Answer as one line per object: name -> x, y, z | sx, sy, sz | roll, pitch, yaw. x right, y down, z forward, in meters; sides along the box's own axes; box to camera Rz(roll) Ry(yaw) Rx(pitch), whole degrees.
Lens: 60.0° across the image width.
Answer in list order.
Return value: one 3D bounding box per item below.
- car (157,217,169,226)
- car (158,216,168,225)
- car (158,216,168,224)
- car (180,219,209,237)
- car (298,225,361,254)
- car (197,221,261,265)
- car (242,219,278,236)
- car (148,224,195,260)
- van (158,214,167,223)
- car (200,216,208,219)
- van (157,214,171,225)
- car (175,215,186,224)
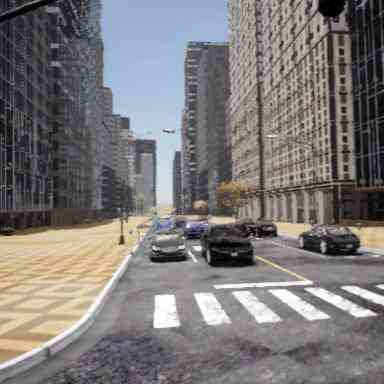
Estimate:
car -> -4.890, 4.974, 56.040 | 2.008, 1.369, 4.403 | -2, -3, -5
car -> -5.401, 5.287, 61.462 | 1.752, 1.417, 4.829 | -2, -3, -5
car -> -5.942, 5.667, 67.219 | 1.887, 1.381, 4.507 | -2, -3, -5
car -> 0.304, 3.273, 28.640 | 1.895, 1.301, 4.718 | -1, -3, -6
car -> 7.136, 2.427, 17.704 | 2.008, 1.369, 4.403 | -2, -3, -5
car -> 1.529, 2.353, 15.654 | 1.882, 1.535, 5.008 | -1, -3, -3
car -> 6.084, 3.127, 28.884 | 1.947, 1.339, 4.313 | -2, -3, -5
car -> -1.205, 2.560, 16.910 | 2.008, 1.369, 4.403 | -2, -3, -5
van -> -6.476, 5.814, 72.820 | 1.690, 1.788, 3.998 | -2, -3, -5
car -> 2.400, 5.571, 68.011 | 1.802, 1.307, 4.206 | -2, -3, -5
van -> -3.318, 3.725, 39.283 | 1.690, 1.788, 3.998 | -2, -3, -5
car -> -1.421, 4.419, 47.824 | 1.994, 1.385, 4.181 | -1, -4, -5
